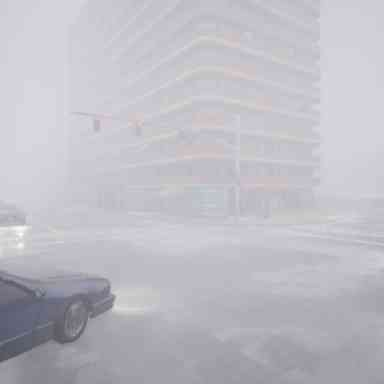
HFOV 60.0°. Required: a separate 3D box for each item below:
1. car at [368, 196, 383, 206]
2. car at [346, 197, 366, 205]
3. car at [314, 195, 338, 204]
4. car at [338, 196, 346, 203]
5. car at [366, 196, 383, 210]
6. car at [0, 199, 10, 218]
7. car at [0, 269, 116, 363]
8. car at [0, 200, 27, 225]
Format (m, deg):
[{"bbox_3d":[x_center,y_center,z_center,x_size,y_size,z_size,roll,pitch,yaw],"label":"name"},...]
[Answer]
[{"bbox_3d":[30.889,1.366,53.337,1.882,1.535,5.008,0,0,-12],"label":"car"},{"bbox_3d":[27.477,1.435,52.593,2.033,1.411,5.357,0,0,-12],"label":"car"},{"bbox_3d":[24.409,1.342,62.815,1.882,1.535,5.008,0,0,-26],"label":"car"},{"bbox_3d":[28.005,1.353,63.352,1.994,1.385,4.181,0,0,-26],"label":"car"},{"bbox_3d":[24.175,1.396,41.565,2.128,1.511,4.902,0,0,7],"label":"car"},{"bbox_3d":[-18.051,1.436,30.547,1.882,1.535,5.008,0,0,-35],"label":"car"},{"bbox_3d":[-3.306,1.547,3.913,2.033,1.411,5.357,0,0,28],"label":"car"},{"bbox_3d":[-12.887,1.537,23.199,1.994,1.385,4.181,0,0,-35],"label":"car"}]
